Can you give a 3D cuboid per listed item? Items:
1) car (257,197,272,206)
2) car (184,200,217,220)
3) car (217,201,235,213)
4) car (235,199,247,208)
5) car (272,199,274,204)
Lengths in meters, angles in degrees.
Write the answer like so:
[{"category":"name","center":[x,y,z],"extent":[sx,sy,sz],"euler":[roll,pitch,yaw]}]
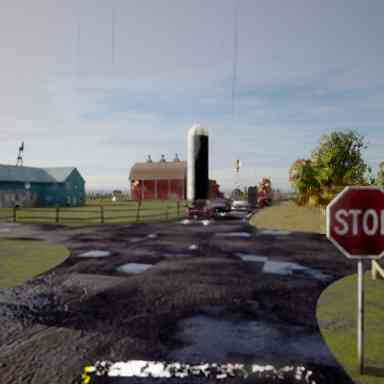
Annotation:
[{"category":"car","center":[13.559,1.941,63.126],"extent":[1.812,1.442,4.674],"euler":[0,0,19]},{"category":"car","center":[0.745,1.542,30.501],"extent":[2.097,1.767,4.553],"euler":[0,0,12]},{"category":"car","center":[3.762,1.813,42.449],"extent":[2.033,1.411,5.357],"euler":[0,0,17]},{"category":"car","center":[8.080,1.878,55.669],"extent":[1.812,1.442,4.674],"euler":[0,0,18]},{"category":"car","center":[16.737,1.841,72.616],"extent":[1.837,1.490,4.892],"euler":[0,0,19]}]
